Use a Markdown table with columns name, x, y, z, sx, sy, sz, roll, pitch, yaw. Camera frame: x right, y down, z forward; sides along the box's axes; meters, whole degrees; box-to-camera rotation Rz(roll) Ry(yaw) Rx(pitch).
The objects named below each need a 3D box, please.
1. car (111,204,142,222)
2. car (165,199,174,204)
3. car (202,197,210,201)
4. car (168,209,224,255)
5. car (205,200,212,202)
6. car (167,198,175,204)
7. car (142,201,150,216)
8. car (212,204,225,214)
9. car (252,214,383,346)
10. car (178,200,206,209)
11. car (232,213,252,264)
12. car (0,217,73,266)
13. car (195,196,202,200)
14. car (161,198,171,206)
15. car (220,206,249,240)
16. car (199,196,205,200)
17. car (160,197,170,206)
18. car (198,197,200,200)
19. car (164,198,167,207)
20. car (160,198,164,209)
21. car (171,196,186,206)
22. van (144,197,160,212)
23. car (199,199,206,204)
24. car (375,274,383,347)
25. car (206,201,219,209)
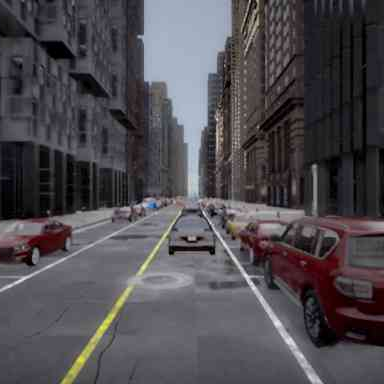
| name | x | y | z | sx | sy | sz | roll | pitch | yaw |
| --- | --- | --- | --- | --- | --- | --- | --- | --- | --- |
| car | -5.772 | 1.855 | 28.768 | 1.802 | 1.307 | 4.206 | 0 | -1 | 0 |
| car | -5.787 | 2.387 | 84.786 | 1.947 | 1.339 | 4.313 | 0 | -1 | 0 |
| car | 2.748 | 1.875 | 45.592 | 1.967 | 1.590 | 4.097 | 0 | -1 | 0 |
| car | -0.002 | 1.680 | 13.990 | 2.033 | 1.411 | 5.357 | 0 | -1 | 0 |
| car | 2.750 | 1.962 | 39.990 | 1.802 | 1.307 | 4.206 | 0 | -1 | 0 |
| car | -5.788 | 2.444 | 90.387 | 1.947 | 1.339 | 4.313 | 0 | -1 | 0 |
| car | -5.773 | 1.909 | 34.369 | 1.802 | 1.307 | 4.206 | 0 | -1 | 0 |
| car | 2.754 | 1.770 | 23.186 | 2.008 | 1.369 | 4.403 | 0 | -1 | 0 |
| car | 2.758 | 1.376 | 6.383 | 2.192 | 1.841 | 5.009 | 0 | -1 | 0 |
| car | -0.002 | 1.786 | 29.297 | 1.837 | 1.490 | 4.892 | 0 | 0 | 0 |
| car | 2.757 | 1.658 | 11.982 | 1.887 | 1.381 | 4.507 | 0 | -1 | 0 |
| car | -5.768 | 1.658 | 11.963 | 1.887 | 1.381 | 4.507 | 0 | -1 | 0 |
| car | 2.373 | 1.988 | 79.570 | 2.150 | 2.045 | 5.566 | 0 | -1 | 0 |
| car | -5.784 | 2.148 | 73.583 | 1.967 | 1.590 | 4.097 | 0 | -1 | 0 |
| car | 2.756 | 1.693 | 17.755 | 1.752 | 1.417 | 4.829 | 0 | -1 | 0 |
| car | 2.745 | 1.983 | 56.795 | 1.967 | 1.590 | 4.097 | 0 | -1 | 0 |
| car | -5.781 | 1.913 | 62.381 | 2.192 | 1.841 | 5.009 | 0 | -1 | 0 |
| car | 2.742 | 2.180 | 68.168 | 1.752 | 1.417 | 4.829 | 0 | -1 | 0 |
| car | -5.779 | 2.125 | 56.777 | 1.802 | 1.307 | 4.206 | 0 | -1 | 0 |
| car | -5.778 | 2.013 | 51.006 | 1.752 | 1.417 | 4.829 | 0 | -1 | 0 |
| car | -3.019 | 2.041 | 71.791 | 2.097 | 1.767 | 4.553 | 0 | -1 | 0 |
| van | -5.777 | 1.776 | 45.576 | 1.690 | 1.788 | 3.998 | 0 | -1 | 0 |
| car | 2.737 | 2.460 | 90.403 | 1.802 | 1.307 | 4.206 | 0 | -1 | 0 |
| car | 2.760 | 1.535 | 0.949 | 1.752 | 1.417 | 4.829 | 0 | -1 | 0 |
| car | 2.752 | 1.892 | 34.388 | 1.947 | 1.339 | 4.313 | 0 | -1 | 0 |
